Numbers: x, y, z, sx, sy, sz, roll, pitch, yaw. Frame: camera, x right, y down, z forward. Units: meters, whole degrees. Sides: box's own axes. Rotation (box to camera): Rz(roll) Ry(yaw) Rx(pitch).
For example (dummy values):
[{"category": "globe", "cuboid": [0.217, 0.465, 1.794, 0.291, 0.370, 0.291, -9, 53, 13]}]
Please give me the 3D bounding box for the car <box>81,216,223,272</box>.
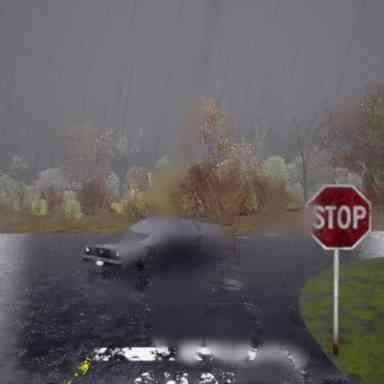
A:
[{"category": "car", "cuboid": [-0.973, 1.544, 11.227, 2.033, 1.411, 5.357, 0, 0, 36]}]
